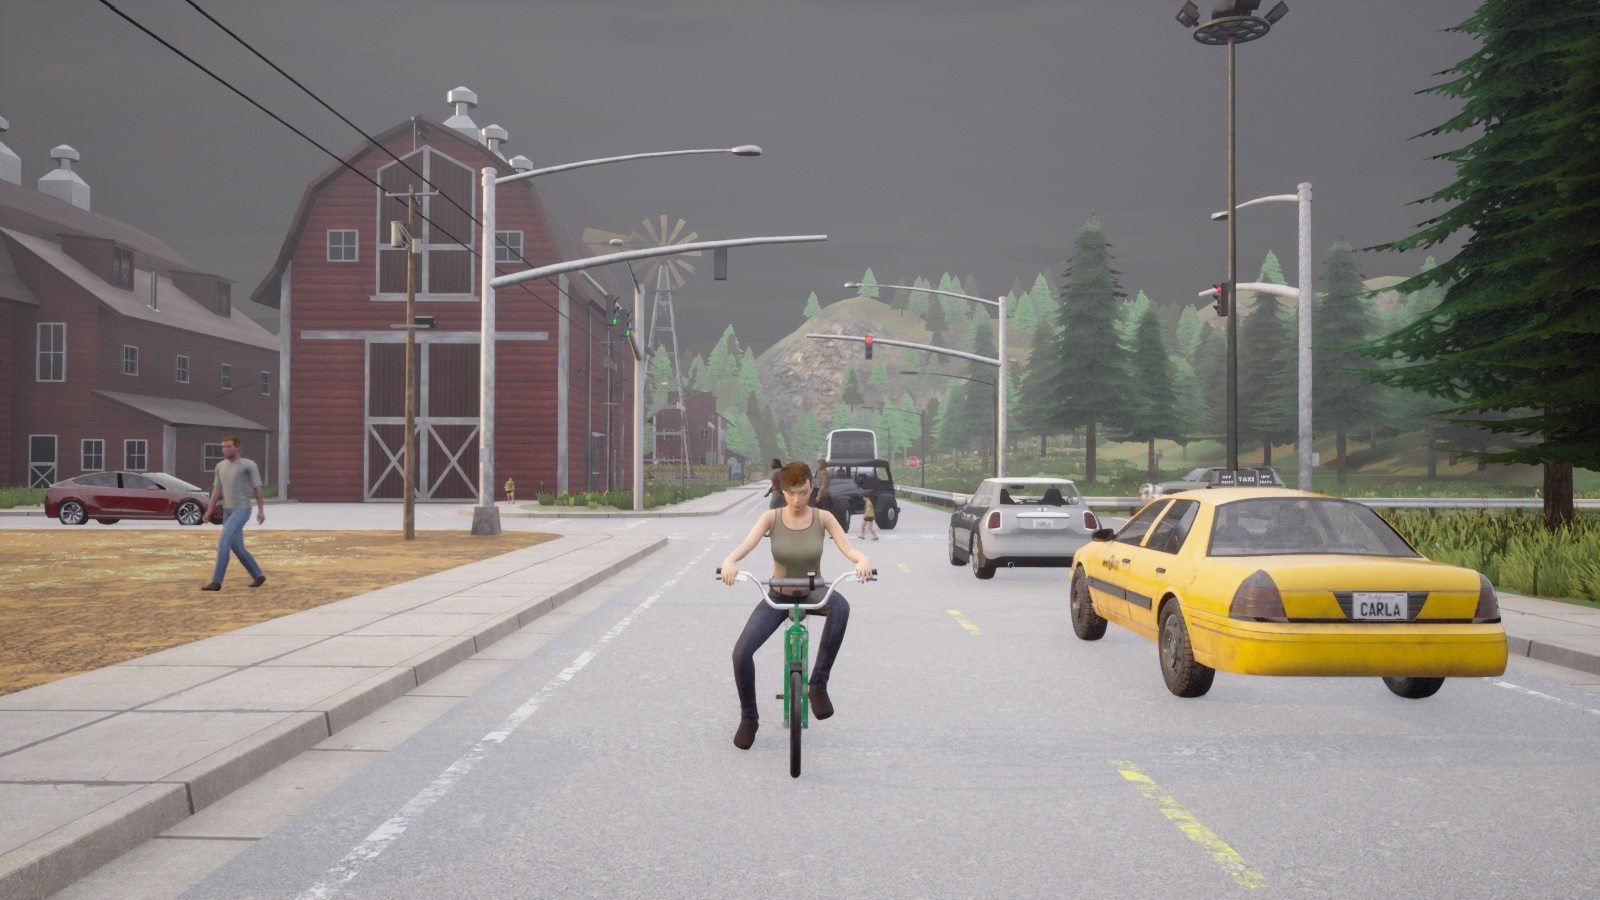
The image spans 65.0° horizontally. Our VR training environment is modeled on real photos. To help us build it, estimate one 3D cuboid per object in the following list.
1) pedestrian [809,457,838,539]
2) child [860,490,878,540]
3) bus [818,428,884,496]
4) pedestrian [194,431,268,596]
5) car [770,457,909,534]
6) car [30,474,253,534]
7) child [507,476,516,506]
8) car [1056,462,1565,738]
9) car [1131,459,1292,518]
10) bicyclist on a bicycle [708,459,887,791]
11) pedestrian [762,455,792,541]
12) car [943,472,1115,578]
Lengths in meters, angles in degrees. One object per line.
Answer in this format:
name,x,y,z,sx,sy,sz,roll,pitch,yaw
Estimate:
pedestrian,0.530,1.082,28.350,0.634,1.846,0.331,0,-1,2
child,1.558,1.458,28.301,0.394,1.110,0.255,0,-1,1
bus,3.302,0.838,84.318,3.944,4.253,10.273,0,-1,0
pedestrian,-6.511,0.717,14.387,0.354,1.836,0.706,-1,-1,22
car,1.099,1.141,32.788,1.905,1.878,3.866,-1,-1,33
car,-17.390,1.413,33.345,4.792,1.488,2.163,0,-1,-1
child,-10.725,1.532,46.615,0.255,1.110,0.394,0,-1,-23
car,3.477,0.906,9.897,1.801,1.575,5.366,0,-1,0
car,13.369,1.238,40.983,4.605,1.855,1.932,0,-1,-1
bicyclist on a bicycle,-0.011,0.867,6.884,0.866,1.612,1.509,0,-1,0
pedestrian,-0.524,1.086,28.522,0.666,1.930,0.402,0,-1,0
car,3.455,1.096,19.668,1.970,1.475,3.806,0,-1,0
